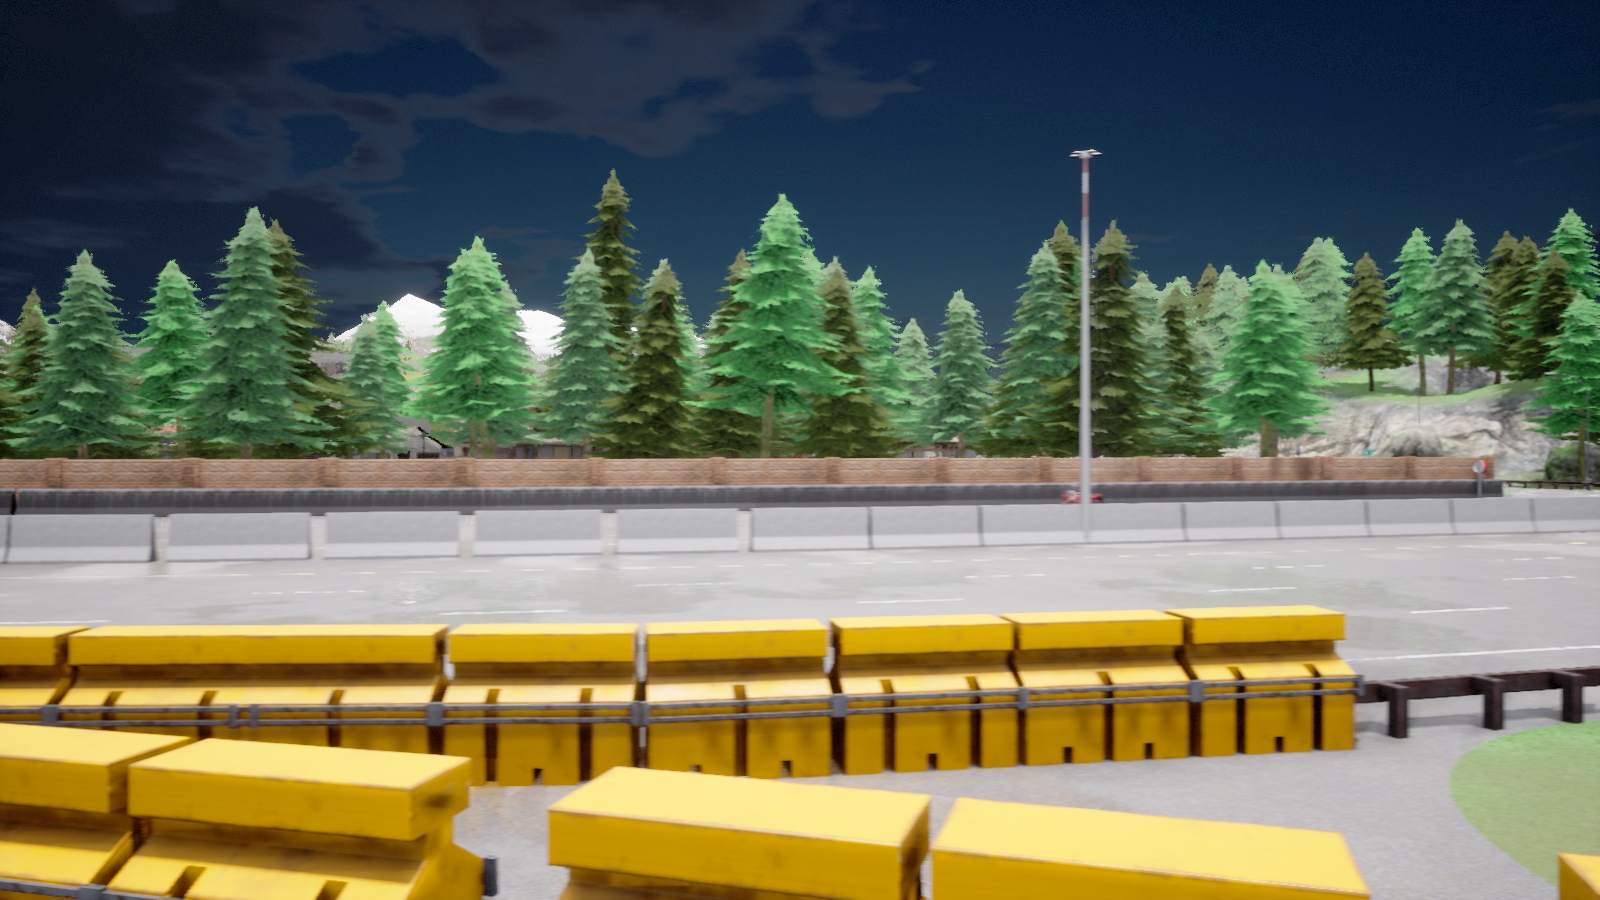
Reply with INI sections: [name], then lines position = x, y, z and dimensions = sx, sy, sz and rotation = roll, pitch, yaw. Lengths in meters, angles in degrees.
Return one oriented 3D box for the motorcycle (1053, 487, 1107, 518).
[motorcycle]
position = 11.582, 2.162, 47.250
dimensions = 2.033, 1.217, 0.803
rotation = 0, 0, -16
